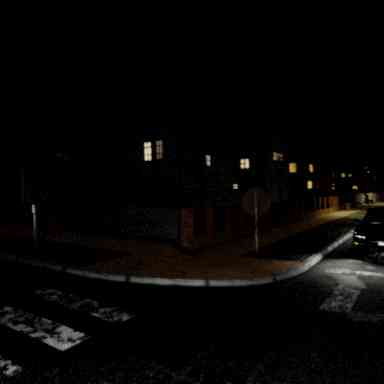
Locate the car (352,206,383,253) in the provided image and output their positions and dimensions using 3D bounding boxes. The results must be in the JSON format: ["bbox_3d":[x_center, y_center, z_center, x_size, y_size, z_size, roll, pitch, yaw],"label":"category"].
[{"bbox_3d":[7.191,1.295,12.115,1.837,1.490,4.892,-2,0,36],"label":"car"}]
